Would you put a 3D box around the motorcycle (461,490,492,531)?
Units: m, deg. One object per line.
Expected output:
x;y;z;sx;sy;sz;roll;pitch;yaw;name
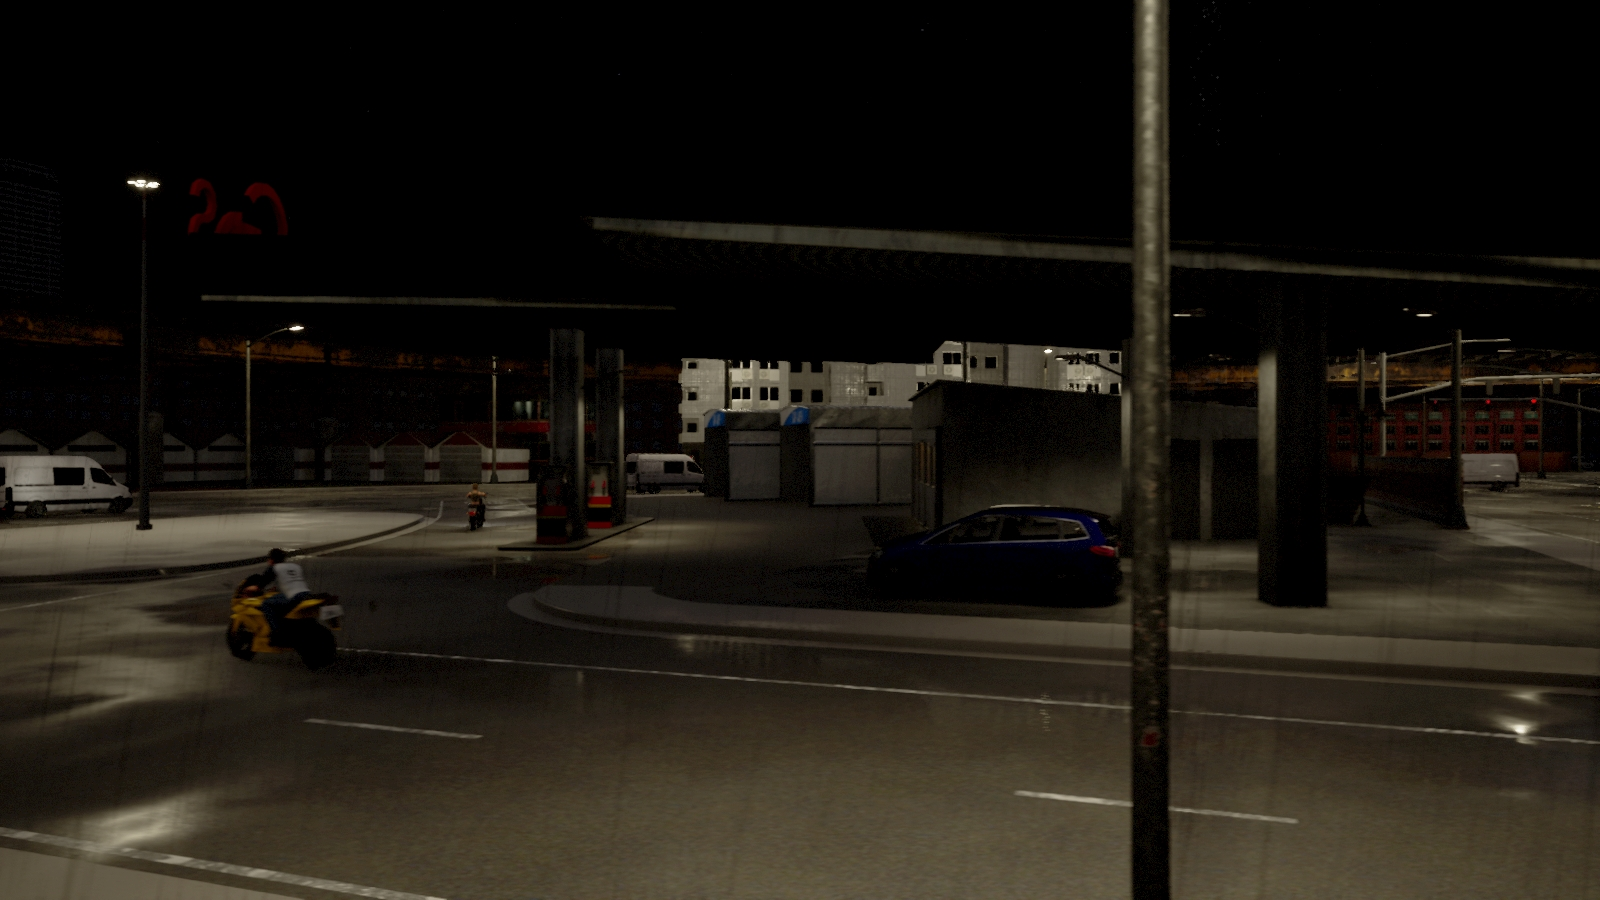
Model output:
-11.508;2.138;40.691;0.764;1.332;2.356;-1;0;-8;motorcycle
